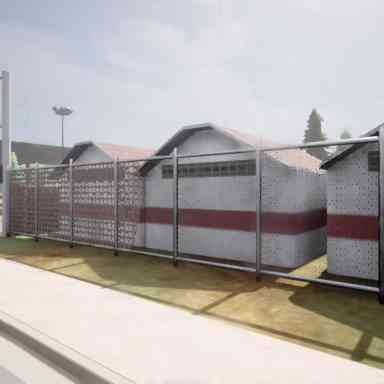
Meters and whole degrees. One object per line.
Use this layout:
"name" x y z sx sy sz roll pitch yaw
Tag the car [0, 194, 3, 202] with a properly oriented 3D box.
"car" -22.540 1.222 40.007 2.150 2.045 5.566 0 0 37
